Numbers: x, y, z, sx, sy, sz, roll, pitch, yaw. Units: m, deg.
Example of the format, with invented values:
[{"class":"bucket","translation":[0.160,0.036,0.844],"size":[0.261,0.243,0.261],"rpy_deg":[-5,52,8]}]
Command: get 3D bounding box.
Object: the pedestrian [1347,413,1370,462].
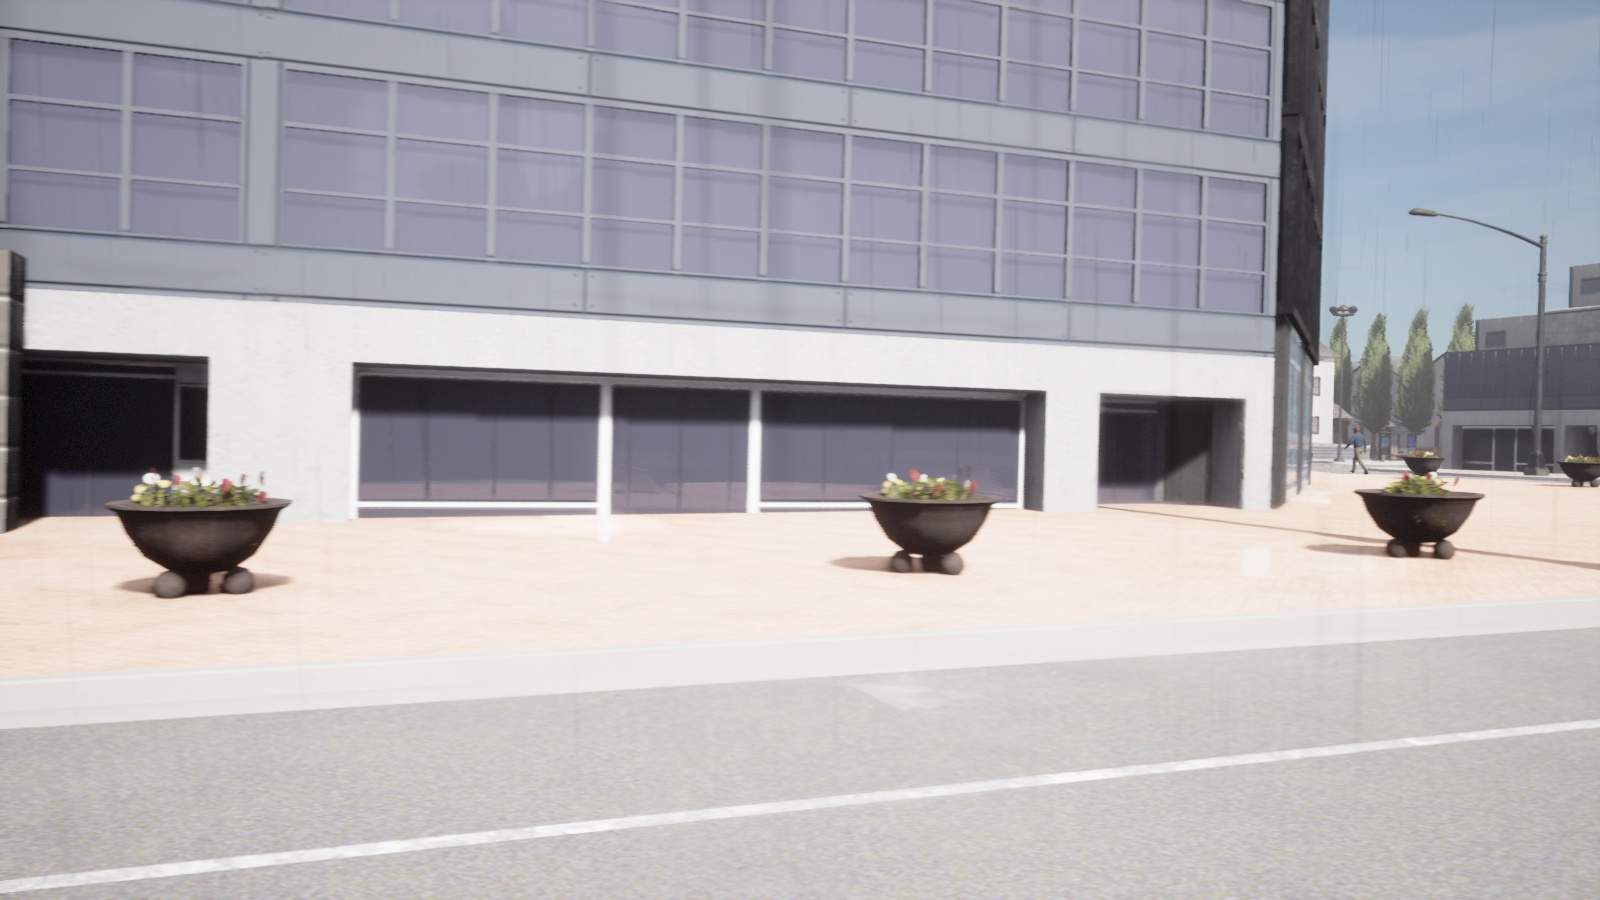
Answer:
[{"class":"pedestrian","translation":[20.911,-0.466,46.985],"size":[0.370,1.835,0.726],"rpy_deg":[0,1,-21]}]
